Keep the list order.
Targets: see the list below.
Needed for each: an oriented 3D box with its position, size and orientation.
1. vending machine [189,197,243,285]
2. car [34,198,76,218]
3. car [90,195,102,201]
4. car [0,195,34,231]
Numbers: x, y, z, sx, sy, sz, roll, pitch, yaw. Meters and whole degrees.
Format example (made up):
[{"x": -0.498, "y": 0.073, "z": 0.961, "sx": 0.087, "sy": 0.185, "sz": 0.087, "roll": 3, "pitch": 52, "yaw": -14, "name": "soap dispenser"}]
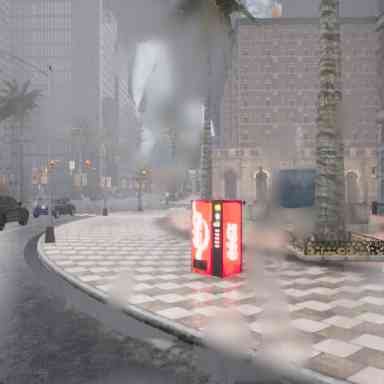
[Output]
[{"x": 0.636, "y": 1.195, "z": 8.717, "sx": 1.100, "sy": 2.100, "sz": 0.880, "roll": 0, "pitch": 0, "yaw": -43, "name": "vending machine"}, {"x": -12.436, "y": 1.352, "z": 30.360, "sx": 2.097, "sy": 1.767, "sz": 4.553, "roll": 0, "pitch": 0, "yaw": 5, "name": "car"}, {"x": -24.290, "y": 1.513, "z": 84.688, "sx": 2.161, "sy": 1.482, "sz": 4.786, "roll": 0, "pitch": 0, "yaw": 1, "name": "car"}, {"x": -12.211, "y": 1.221, "z": 20.787, "sx": 2.150, "sy": 2.045, "sz": 5.566, "roll": 0, "pitch": 0, "yaw": -6, "name": "car"}]
